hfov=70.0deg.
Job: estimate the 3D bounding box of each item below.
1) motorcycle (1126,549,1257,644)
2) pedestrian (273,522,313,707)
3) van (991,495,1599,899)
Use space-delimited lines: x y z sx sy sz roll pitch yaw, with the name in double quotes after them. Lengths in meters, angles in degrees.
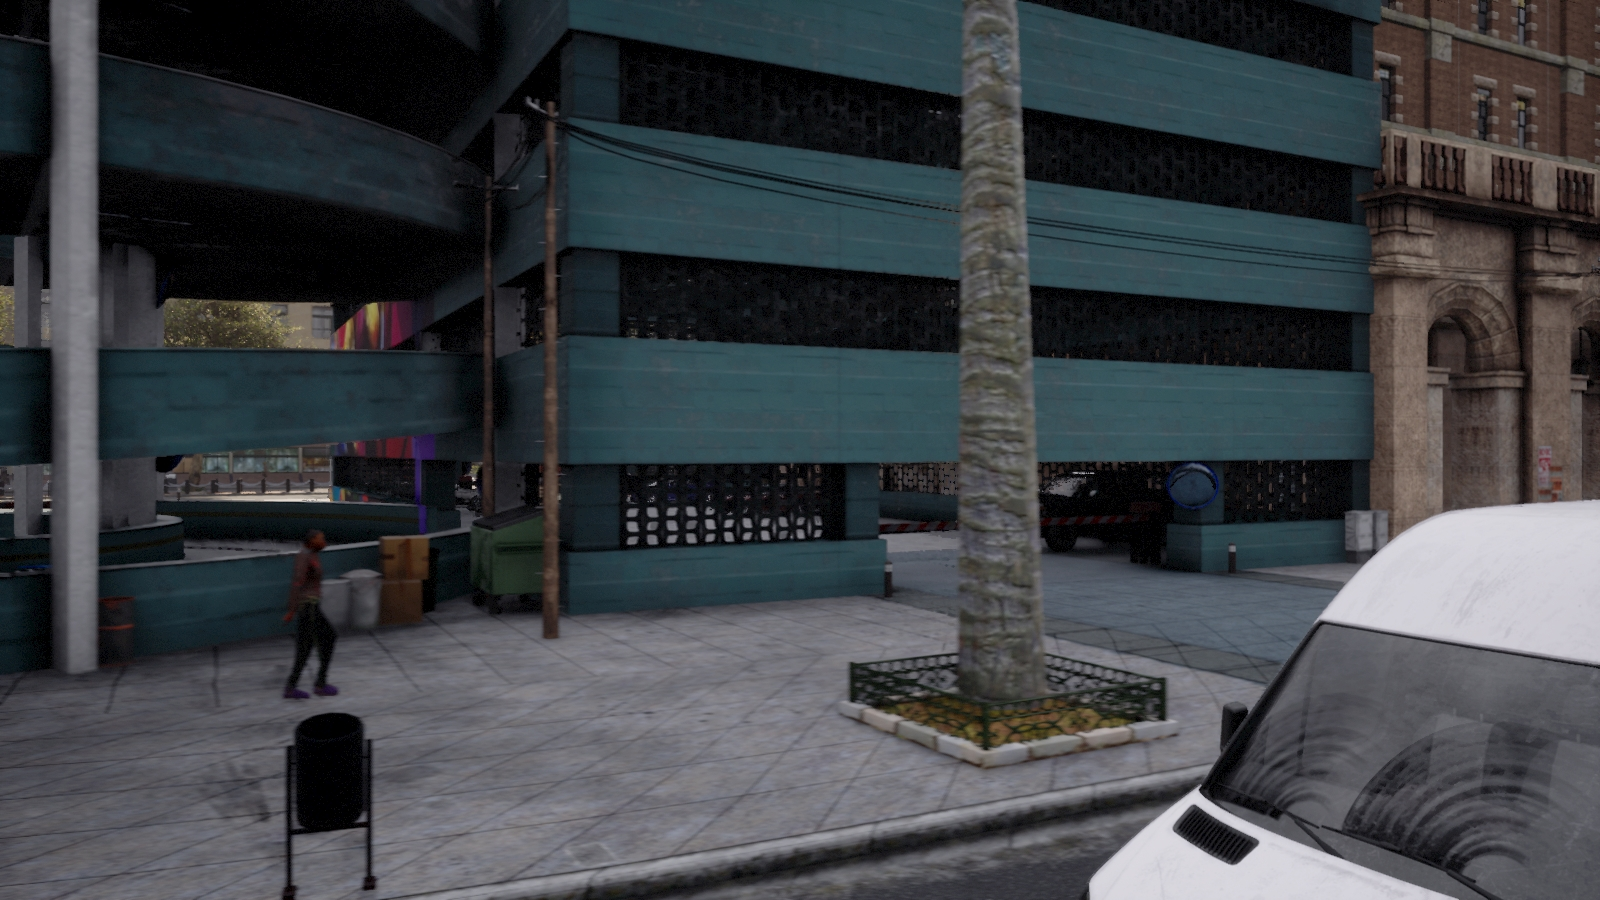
5.931 2.188 17.298 1.805 1.236 0.856 0 0 -27 "motorcycle"
-5.316 1.705 11.986 0.375 1.860 0.375 0 0 -25 "pedestrian"
3.850 1.535 4.992 5.915 2.561 1.988 0 0 -27 "van"
